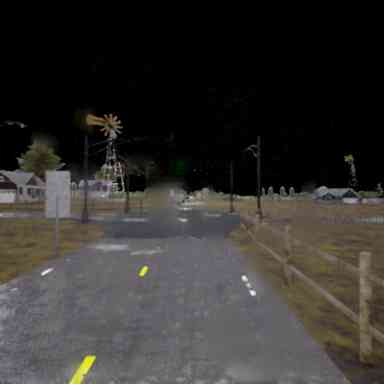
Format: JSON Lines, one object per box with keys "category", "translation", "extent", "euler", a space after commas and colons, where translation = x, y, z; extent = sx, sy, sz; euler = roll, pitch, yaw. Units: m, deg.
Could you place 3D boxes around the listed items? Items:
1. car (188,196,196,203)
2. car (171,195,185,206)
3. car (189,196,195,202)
{"category": "car", "translation": [-0.016, 1.929, 81.008], "extent": [2.033, 1.411, 5.357], "euler": [0, -1, 0]}
{"category": "car", "translation": [-2.792, 1.785, 60.857], "extent": [2.033, 1.411, 5.357], "euler": [0, 0, 1]}
{"category": "car", "translation": [-0.016, 1.862, 91.484], "extent": [1.812, 1.442, 4.674], "euler": [0, -1, 0]}
